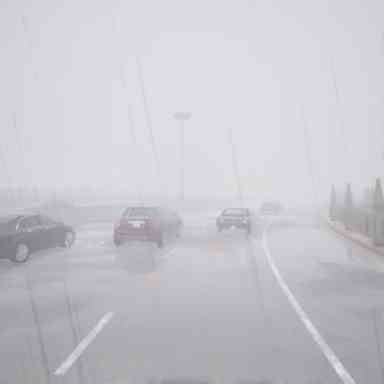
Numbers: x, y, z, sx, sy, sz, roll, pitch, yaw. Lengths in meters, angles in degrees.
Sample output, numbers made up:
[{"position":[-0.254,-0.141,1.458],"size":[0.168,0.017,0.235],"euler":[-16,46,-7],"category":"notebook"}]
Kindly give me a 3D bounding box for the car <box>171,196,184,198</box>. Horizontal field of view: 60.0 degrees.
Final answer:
[{"position":[-2.118,1.485,46.406],"size":[2.033,1.411,5.357],"euler":[0,0,28],"category":"car"}]

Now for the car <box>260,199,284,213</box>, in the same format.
[{"position":[8.794,1.524,36.534],"size":[1.812,1.442,4.674],"euler":[0,0,25],"category":"car"}]

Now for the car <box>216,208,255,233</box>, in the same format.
[{"position":[2.731,1.591,19.859],"size":[1.895,1.301,4.718],"euler":[0,0,14],"category":"car"}]

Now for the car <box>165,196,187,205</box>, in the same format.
[{"position":[-2.816,1.440,59.984],"size":[1.837,1.490,4.892],"euler":[0,0,28],"category":"car"}]

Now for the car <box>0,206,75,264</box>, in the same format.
[{"position":[-5.912,1.464,11.682],"size":[1.837,1.490,4.892],"euler":[0,0,8],"category":"car"}]

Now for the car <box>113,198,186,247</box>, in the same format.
[{"position":[-1.803,1.326,15.109],"size":[2.097,1.767,4.553],"euler":[0,0,10],"category":"car"}]

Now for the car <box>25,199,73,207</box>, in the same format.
[{"position":[-12.765,1.385,29.861],"size":[1.882,1.535,5.008],"euler":[0,0,18],"category":"car"}]
